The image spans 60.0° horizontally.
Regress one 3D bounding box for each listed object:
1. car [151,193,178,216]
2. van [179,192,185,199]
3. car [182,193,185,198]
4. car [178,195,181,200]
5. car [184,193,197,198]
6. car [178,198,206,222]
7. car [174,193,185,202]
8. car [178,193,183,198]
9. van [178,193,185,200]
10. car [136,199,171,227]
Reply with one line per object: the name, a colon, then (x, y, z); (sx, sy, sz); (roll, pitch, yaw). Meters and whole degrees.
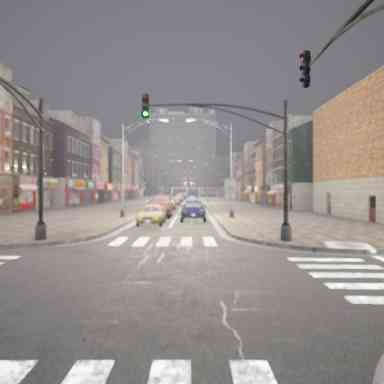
car: (-2.632, 1.195, 27.759); (2.192, 1.841, 5.009); (0, 0, 0)
van: (-2.628, 1.026, 87.645); (1.690, 1.788, 3.998); (0, 0, 0)
car: (-2.631, 1.321, 60.425); (1.887, 1.381, 4.507); (0, 0, 0)
car: (-2.633, 1.392, 38.649); (2.008, 1.369, 4.403); (0, 0, 0)
car: (0.009, 1.322, 53.618); (1.812, 1.442, 4.674); (0, 0, 0)
car: (0.102, 1.415, 25.282); (1.812, 1.442, 4.674); (0, 0, 0)
car: (-2.630, 1.058, 71.313); (2.192, 1.841, 5.009); (0, 0, 0)
car: (-2.632, 1.334, 49.366); (1.752, 1.417, 4.829); (0, 0, 0)
van: (-2.629, 1.046, 82.201); (1.690, 1.788, 3.998); (0, 0, 0)
car: (-2.633, 1.427, 22.147); (1.752, 1.417, 4.829); (0, 0, 0)
